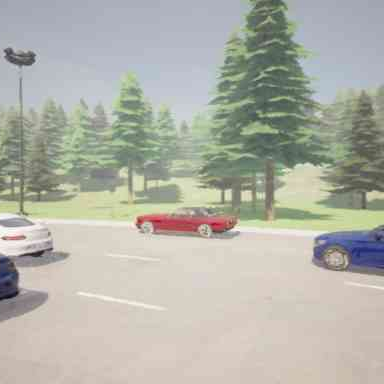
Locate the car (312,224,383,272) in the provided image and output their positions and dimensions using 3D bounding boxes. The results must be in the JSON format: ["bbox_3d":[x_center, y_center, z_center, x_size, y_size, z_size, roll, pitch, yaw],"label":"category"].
[{"bbox_3d":[5.577,1.397,8.597,4.674,1.442,1.812,1,1,36],"label":"car"}]

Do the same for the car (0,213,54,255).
[{"bbox_3d":[-6.513,1.375,10.424,4.674,1.442,1.812,0,1,22],"label":"car"}]

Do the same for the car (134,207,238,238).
[{"bbox_3d":[-0.345,1.371,15.803,4.718,1.301,1.895,0,1,23],"label":"car"}]

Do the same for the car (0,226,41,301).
[{"bbox_3d":[-5.352,1.435,6.219,4.674,1.442,1.812,0,1,23],"label":"car"}]
